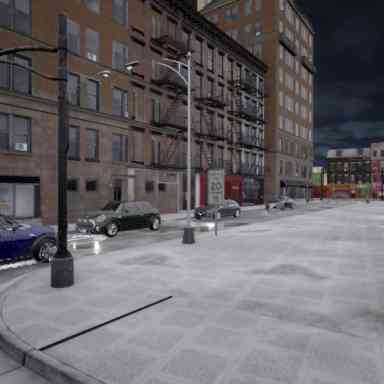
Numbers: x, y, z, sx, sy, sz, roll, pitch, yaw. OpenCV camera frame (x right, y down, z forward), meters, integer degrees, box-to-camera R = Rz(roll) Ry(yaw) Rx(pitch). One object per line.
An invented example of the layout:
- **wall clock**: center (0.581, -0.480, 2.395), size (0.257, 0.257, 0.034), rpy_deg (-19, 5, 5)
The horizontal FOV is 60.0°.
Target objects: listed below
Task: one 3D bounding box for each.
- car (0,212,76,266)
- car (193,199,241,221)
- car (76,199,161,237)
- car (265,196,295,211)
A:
- **car**: center (-5.988, 1.285, 9.476), size (2.097, 1.767, 4.553), rpy_deg (0, 1, 35)
- **car**: center (2.008, 1.300, 25.260), size (1.837, 1.490, 4.892), rpy_deg (0, 1, 36)
- **car**: center (-3.727, 1.218, 17.331), size (2.097, 1.767, 4.553), rpy_deg (0, 1, 37)
- **car**: center (9.461, 1.202, 35.607), size (2.128, 1.511, 4.902), rpy_deg (0, 0, 36)
